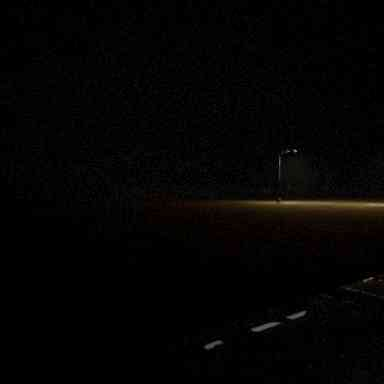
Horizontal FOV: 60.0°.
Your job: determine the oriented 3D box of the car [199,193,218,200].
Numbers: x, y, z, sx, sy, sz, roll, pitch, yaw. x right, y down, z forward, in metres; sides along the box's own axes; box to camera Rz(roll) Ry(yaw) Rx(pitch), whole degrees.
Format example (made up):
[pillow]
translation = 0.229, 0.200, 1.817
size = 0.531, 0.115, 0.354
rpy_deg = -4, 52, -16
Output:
[car]
translation = 3.298, 0.955, 65.648
size = 1.994, 1.385, 4.181
rpy_deg = 1, -1, -36
